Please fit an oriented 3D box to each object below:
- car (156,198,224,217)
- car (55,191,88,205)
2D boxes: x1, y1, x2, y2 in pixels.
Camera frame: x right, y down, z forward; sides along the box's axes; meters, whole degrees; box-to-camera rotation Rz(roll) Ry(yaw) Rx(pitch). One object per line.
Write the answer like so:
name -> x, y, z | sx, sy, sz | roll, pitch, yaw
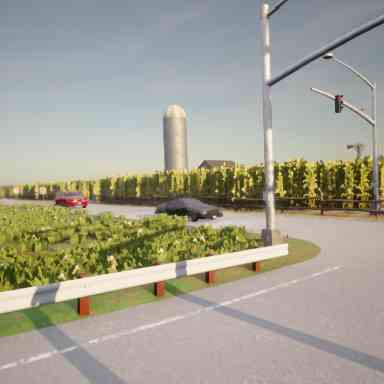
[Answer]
car -> -0.379, 1.129, 22.093 | 2.033, 1.411, 5.357 | -3, 2, -40
car -> -13.967, 0.887, 38.185 | 2.150, 2.045, 5.566 | -3, 2, -40
